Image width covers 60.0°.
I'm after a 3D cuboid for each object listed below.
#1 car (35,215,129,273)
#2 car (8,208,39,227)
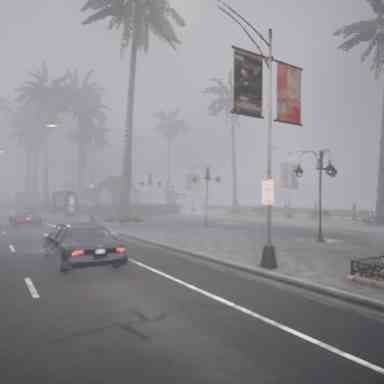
[{"bbox_3d":[-3.867,1.742,11.454,2.033,1.411,5.357,1,-1,-31],"label":"car"},{"bbox_3d":[-13.160,1.949,26.100,1.994,1.385,4.181,1,-1,-35],"label":"car"}]
